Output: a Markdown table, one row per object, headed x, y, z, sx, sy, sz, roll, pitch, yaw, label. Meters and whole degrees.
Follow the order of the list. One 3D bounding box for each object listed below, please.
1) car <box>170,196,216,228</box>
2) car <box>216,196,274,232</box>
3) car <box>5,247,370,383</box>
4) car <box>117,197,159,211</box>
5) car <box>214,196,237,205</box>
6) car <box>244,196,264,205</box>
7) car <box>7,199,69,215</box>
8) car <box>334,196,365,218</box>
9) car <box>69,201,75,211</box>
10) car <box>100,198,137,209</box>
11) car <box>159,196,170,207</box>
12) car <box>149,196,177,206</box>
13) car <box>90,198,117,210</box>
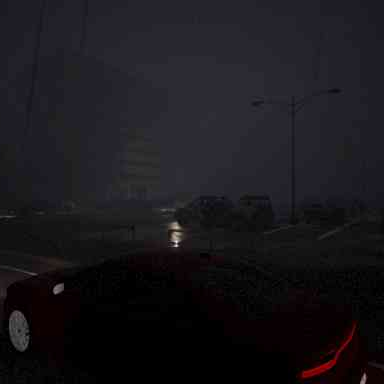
| x | y | z | sx | sy | sz | roll | pitch | yaw | label |
| --- | --- | --- | --- | --- | --- | --- | --- | --- | --- |
| 0.953 | 1.153 | 20.722 | 1.932 | 1.855 | 4.605 | 0 | 0 | 34 | car |
| 3.321 | 1.156 | 19.057 | 1.905 | 1.878 | 3.866 | 0 | 0 | 34 | car |
| -0.520 | 1.478 | 4.360 | 5.008 | 1.535 | 1.882 | 0 | 0 | 35 | car |
| -6.568 | 1.525 | 40.810 | 1.812 | 1.442 | 4.674 | 0 | 0 | 34 | car |
| 6.102 | 1.491 | 59.718 | 2.128 | 1.511 | 4.902 | 0 | 0 | 34 | car |
| 11.509 | 1.526 | 61.496 | 1.812 | 1.442 | 4.674 | 0 | 0 | 34 | car |
| -15.715 | 1.547 | 33.838 | 2.033 | 1.411 | 5.357 | 0 | 0 | 34 | car |
| 15.344 | 1.395 | 32.012 | 1.970 | 1.475 | 3.806 | 0 | 0 | 34 | car |
| -16.166 | 1.526 | 39.426 | 1.812 | 1.442 | 4.674 | 0 | 0 | 34 | car |
| -10.505 | 1.547 | 47.882 | 2.033 | 1.411 | 5.357 | 0 | 0 | 33 | car |
| -4.698 | 1.491 | 50.230 | 2.128 | 1.511 | 4.902 | 0 | 0 | 34 | car |
| -4.797 | 1.491 | 56.319 | 2.128 | 1.511 | 4.902 | 0 | 0 | 34 | car |
| -10.372 | 1.601 | 41.800 | 1.895 | 1.301 | 4.718 | 0 | 0 | 34 | car |
